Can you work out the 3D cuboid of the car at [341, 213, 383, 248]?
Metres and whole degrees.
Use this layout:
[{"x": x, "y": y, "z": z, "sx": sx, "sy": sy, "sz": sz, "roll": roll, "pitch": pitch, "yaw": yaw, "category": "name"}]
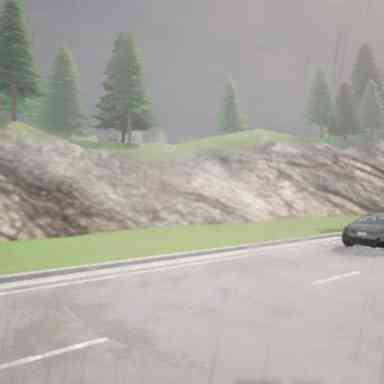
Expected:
[{"x": 8.036, "y": 1.542, "z": 13.699, "sx": 4.181, "sy": 1.385, "sz": 1.994, "roll": 0, "pitch": 0, "yaw": -35, "category": "car"}]
